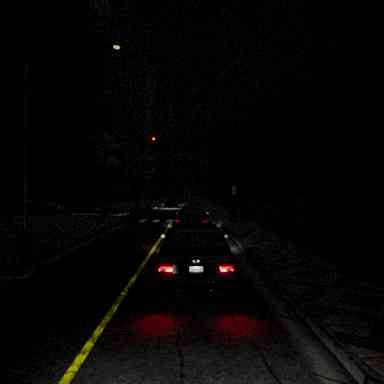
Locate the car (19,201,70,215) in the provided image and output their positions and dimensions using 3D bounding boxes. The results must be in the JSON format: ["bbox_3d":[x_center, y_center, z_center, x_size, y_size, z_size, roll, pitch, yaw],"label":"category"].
[{"bbox_3d":[-14.609,1.568,33.150,4.181,1.385,1.994,0,-2,0],"label":"car"}]

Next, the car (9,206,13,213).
[{"bbox_3d":[-19.072,1.728,38.997,4.313,1.339,1.947,0,-1,0],"label":"car"}]

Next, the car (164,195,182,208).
[{"bbox_3d":[-3.138,1.636,51.422,2.033,1.411,5.357,0,0,3],"label":"car"}]

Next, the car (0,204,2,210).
[{"bbox_3d":[-24.559,1.747,38.980,4.206,1.307,1.802,0,-1,0],"label":"car"}]

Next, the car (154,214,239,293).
[{"bbox_3d":[0.073,1.550,8.993,2.033,1.411,5.357,0,0,0],"label":"car"}]

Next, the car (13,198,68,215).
[{"bbox_3d":[-13.593,1.374,30.496,4.097,1.590,1.967,0,-2,-1],"label":"car"}]

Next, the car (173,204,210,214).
[{"bbox_3d":[0.002,1.573,18.298,1.994,1.385,4.181,0,0,1],"label":"car"}]

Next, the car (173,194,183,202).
[{"bbox_3d":[-3.142,1.495,65.067,2.097,1.767,4.553,0,0,0],"label":"car"}]

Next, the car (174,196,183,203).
[{"bbox_3d":[-3.127,1.724,78.169,1.812,1.442,4.674,0,0,0],"label":"car"}]
